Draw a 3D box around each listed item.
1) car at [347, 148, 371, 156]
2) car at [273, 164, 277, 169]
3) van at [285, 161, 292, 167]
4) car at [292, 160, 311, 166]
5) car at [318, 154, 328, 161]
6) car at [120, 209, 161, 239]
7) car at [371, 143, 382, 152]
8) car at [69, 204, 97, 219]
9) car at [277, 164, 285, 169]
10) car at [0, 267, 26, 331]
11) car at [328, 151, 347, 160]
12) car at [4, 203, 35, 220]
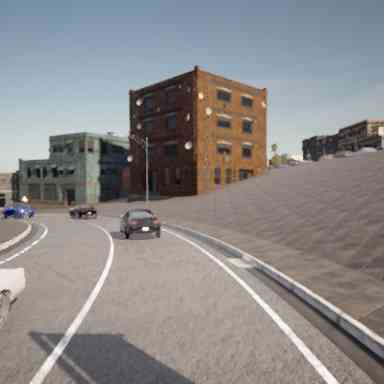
[{"bbox_3d":[21.670,-4.731,41.098,2.002,1.452,4.674,0,1,-1],"label":"car"},{"bbox_3d":[21.098,-5.779,79.823,2.435,2.045,5.566,0,1,-1],"label":"car"},{"bbox_3d":[21.262,-5.561,68.696,1.878,1.987,4.442,0,1,-1],"label":"van"},{"bbox_3d":[21.341,-5.232,63.304,2.231,1.521,4.892,0,1,-1],"label":"car"},{"bbox_3d":[21.504,-5.137,52.288,2.185,1.767,4.553,0,1,-1],"label":"car"},{"bbox_3d":[-2.905,1.663,18.365,1.812,1.442,4.674,0,-1,-16],"label":"car"},{"bbox_3d":[21.750,-4.777,35.603,2.185,1.767,4.553,0,1,-1],"label":"car"},{"bbox_3d":[-12.049,2.111,36.541,1.882,1.535,5.008,-1,-1,-35],"label":"car"},{"bbox_3d":[21.180,-5.396,74.342,2.002,1.452,4.674,0,1,-1],"label":"car"},{"bbox_3d":[-3.901,1.622,3.992,1.895,1.301,4.718,0,0,-4],"label":"car"},{"bbox_3d":[21.586,-5.021,46.769,2.185,1.767,4.553,0,1,-1],"label":"car"},{"bbox_3d":[-22.151,2.403,42.457,5.566,2.045,2.150,-4,-2,43],"label":"car"}]
